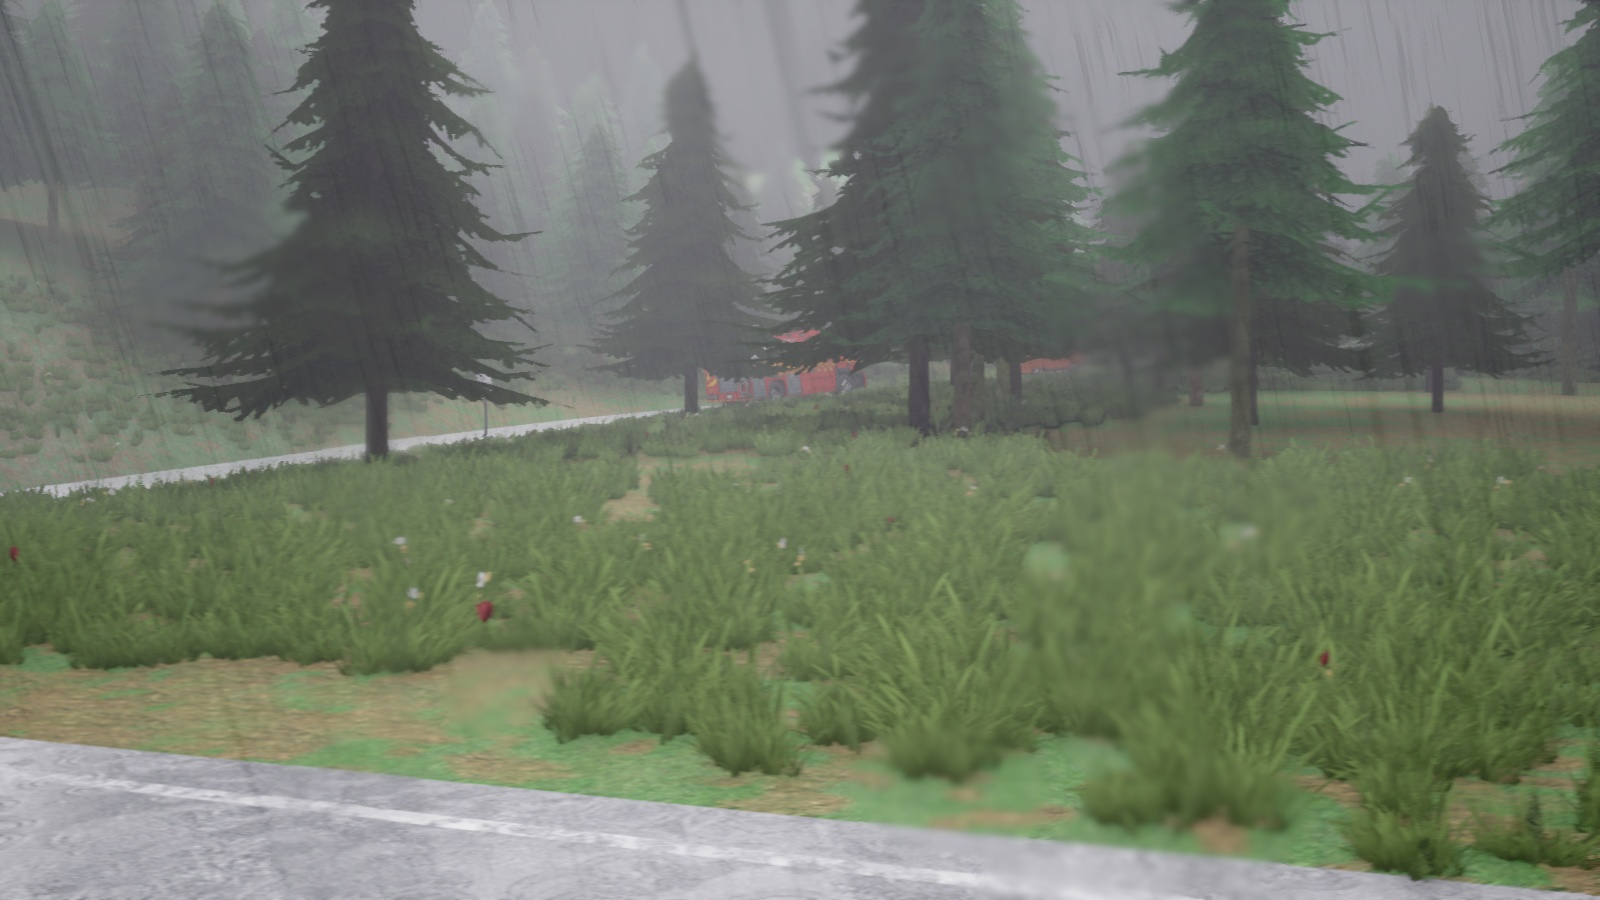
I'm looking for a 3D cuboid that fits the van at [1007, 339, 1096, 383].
[{"bbox_3d":[13.750,-4.855,68.605,4.442,1.987,1.775,-6,3,-24],"label":"van"}]

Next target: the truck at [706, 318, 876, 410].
[{"bbox_3d":[-0.259,-4.138,59.159,2.891,3.827,8.468,0,6,41],"label":"truck"}]
